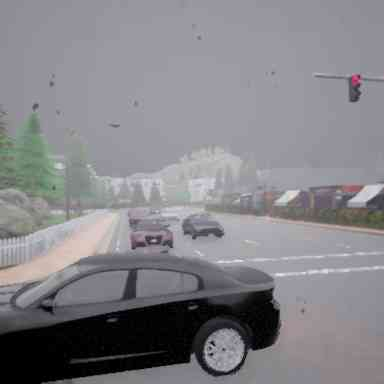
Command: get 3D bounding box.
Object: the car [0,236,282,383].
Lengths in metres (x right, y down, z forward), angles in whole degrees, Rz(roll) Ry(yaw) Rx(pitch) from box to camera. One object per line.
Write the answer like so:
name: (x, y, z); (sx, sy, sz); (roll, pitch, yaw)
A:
car: (-1.202, 1.659, 4.886); (5.008, 1.535, 1.882); (-1, -2, -13)

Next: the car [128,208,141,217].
car: (-9.153, 3.237, 52.949); (1.994, 1.385, 4.181); (-1, -2, -11)

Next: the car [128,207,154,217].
car: (-4.958, 2.475, 31.433); (1.882, 1.535, 5.008); (-1, -2, -11)

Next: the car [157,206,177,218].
car: (-2.524, 2.624, 37.196); (1.812, 1.442, 4.674); (-1, -1, -11)

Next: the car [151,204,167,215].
car: (-5.807, 3.067, 54.087); (2.128, 1.511, 4.902); (-1, -2, -11)

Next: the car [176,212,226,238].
car: (0.577, 2.154, 21.564); (2.033, 1.411, 5.357); (-1, -2, -11)

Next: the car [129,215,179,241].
car: (-2.133, 2.116, 17.260); (1.994, 1.385, 4.181); (-1, -2, -11)
